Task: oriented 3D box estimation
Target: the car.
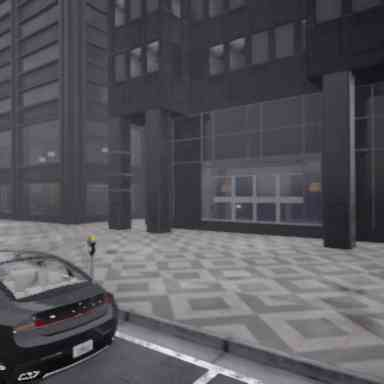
[{"bbox_3d":[-3.041,1.597,5.132,4.403,1.369,2.008,-1,0,36],"label":"car"}]
